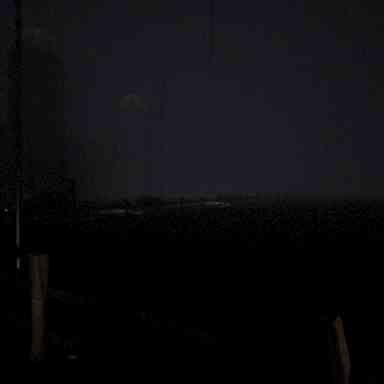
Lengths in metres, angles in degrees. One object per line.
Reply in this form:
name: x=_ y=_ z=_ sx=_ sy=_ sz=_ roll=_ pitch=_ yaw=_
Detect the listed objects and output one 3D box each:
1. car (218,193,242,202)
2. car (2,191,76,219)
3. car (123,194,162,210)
car: x=5.935 y=0.897 z=52.228 sx=1.895 sy=1.301 sz=4.718 roll=1 pitch=1 yaw=36
car: x=-12.058 y=0.956 z=26.756 sx=2.150 sy=2.045 sz=5.566 roll=1 pitch=1 yaw=35
car: x=-5.330 y=1.044 z=36.328 sx=1.882 sy=1.535 sz=5.008 roll=1 pitch=1 yaw=35
